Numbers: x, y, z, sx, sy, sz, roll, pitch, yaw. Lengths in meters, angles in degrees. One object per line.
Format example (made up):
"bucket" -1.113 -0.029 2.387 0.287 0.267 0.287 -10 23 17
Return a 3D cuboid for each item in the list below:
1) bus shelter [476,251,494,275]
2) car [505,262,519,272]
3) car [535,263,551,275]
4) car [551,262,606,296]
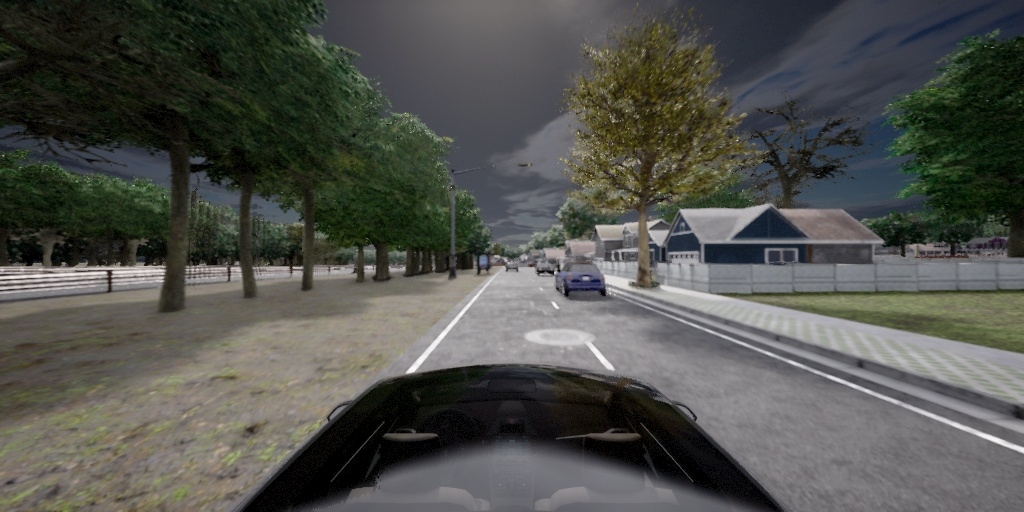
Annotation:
"bus shelter" -3.494 0.790 42.984 1.920 2.740 3.880 0 0 0
"car" 0.028 1.579 53.376 2.128 1.511 4.902 0 -1 0
"car" 3.605 1.482 40.293 1.895 1.301 4.718 0 -1 0
"car" 3.589 1.107 19.513 2.097 1.767 4.553 0 0 0
